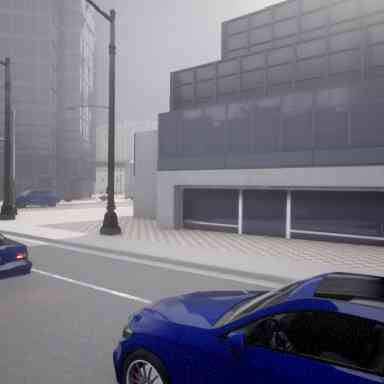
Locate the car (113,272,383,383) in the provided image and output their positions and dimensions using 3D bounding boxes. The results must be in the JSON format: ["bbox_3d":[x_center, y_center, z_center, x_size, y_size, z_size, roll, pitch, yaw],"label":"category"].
[{"bbox_3d":[1.322,1.517,3.045,4.674,1.442,1.812,0,0,36],"label":"car"}]

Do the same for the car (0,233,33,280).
[{"bbox_3d":[-6.221,1.441,8.507,5.357,1.411,2.033,1,1,36],"label":"car"}]

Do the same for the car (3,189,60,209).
[{"bbox_3d":[-16.855,0.667,35.355,2.150,2.045,5.566,1,1,36],"label":"car"}]
